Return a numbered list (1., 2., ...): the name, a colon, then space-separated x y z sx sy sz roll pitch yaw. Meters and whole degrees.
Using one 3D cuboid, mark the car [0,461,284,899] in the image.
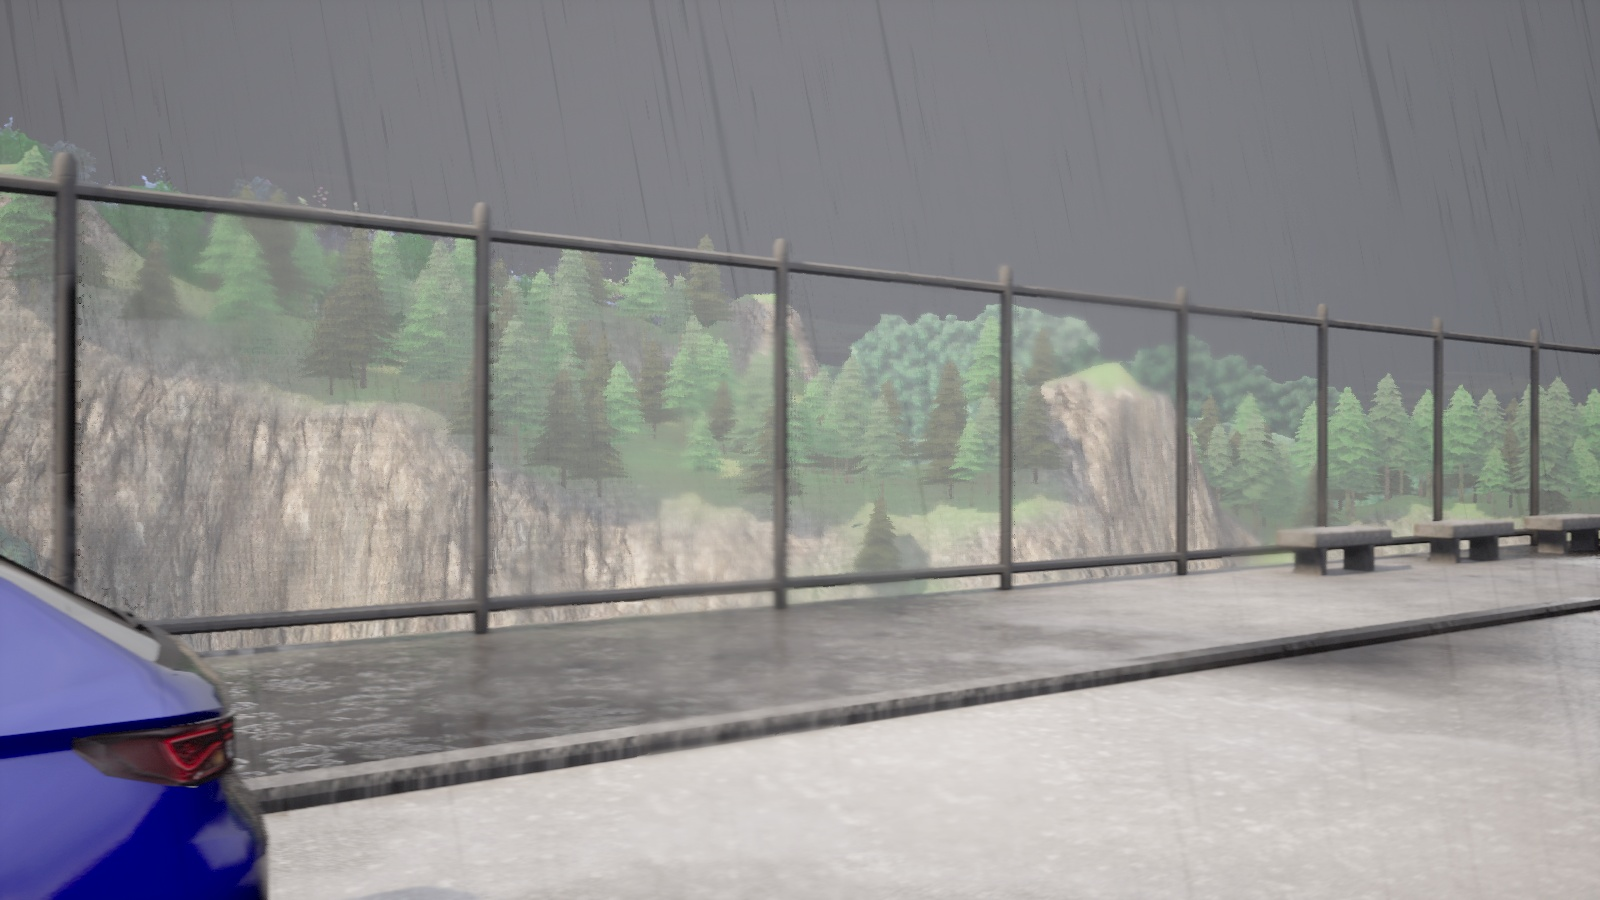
1. car: -3.250 0.770 2.006 4.193 1.474 1.816 0 0 -35
